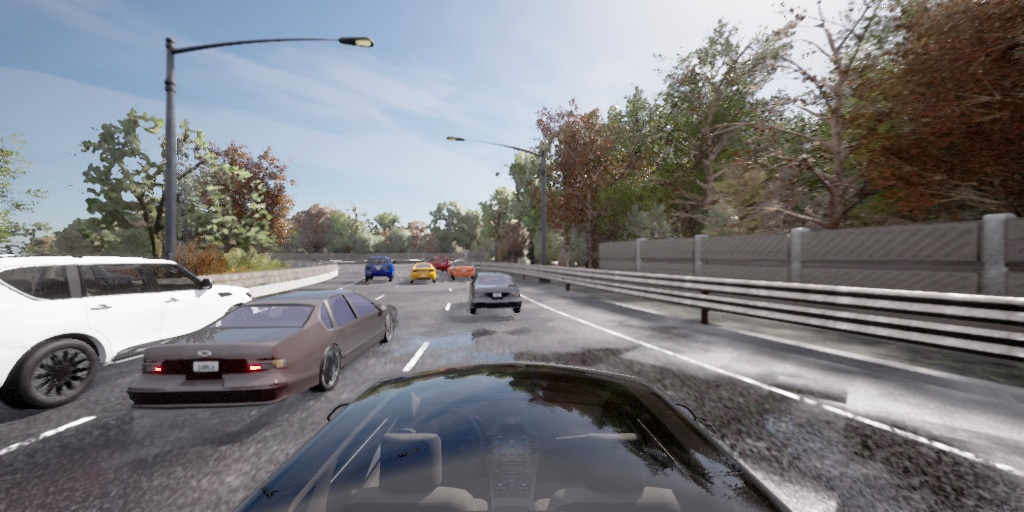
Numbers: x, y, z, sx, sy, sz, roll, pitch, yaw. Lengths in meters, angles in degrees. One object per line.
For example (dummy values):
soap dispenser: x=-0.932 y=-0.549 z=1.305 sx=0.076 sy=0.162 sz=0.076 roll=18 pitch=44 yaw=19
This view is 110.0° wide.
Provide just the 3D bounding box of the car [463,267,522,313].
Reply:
car: x=-0.789 y=1.332 z=14.225 sx=2.033 sy=1.411 sz=5.357 roll=0 pitch=0 yaw=-7

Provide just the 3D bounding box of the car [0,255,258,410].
car: x=-7.145 y=1.011 z=6.294 sx=2.150 sy=2.045 sz=5.566 roll=0 pitch=0 yaw=-2

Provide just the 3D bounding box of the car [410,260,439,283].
car: x=-7.366 y=1.327 z=29.624 sx=1.882 sy=1.535 sz=5.008 roll=0 pitch=0 yaw=-15

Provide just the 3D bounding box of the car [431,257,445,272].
car: x=-9.368 y=1.121 z=45.766 sx=2.150 sy=2.045 sz=5.566 roll=0 pitch=0 yaw=-23

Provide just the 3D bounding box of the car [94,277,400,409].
car: x=-3.644 y=1.324 z=6.634 sx=2.033 sy=1.411 sz=5.357 roll=0 pitch=0 yaw=-3

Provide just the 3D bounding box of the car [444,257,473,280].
car: x=-4.639 y=1.198 z=32.468 sx=2.097 sy=1.767 sz=4.553 roll=0 pitch=0 yaw=-15

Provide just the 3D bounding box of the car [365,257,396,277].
car: x=-11.335 y=1.089 z=30.936 sx=2.150 sy=2.045 sz=5.566 roll=0 pitch=0 yaw=-16

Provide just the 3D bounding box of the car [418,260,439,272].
car: x=-12.358 y=1.420 z=52.807 sx=2.128 sy=1.511 sz=4.902 roll=0 pitch=0 yaw=-25
